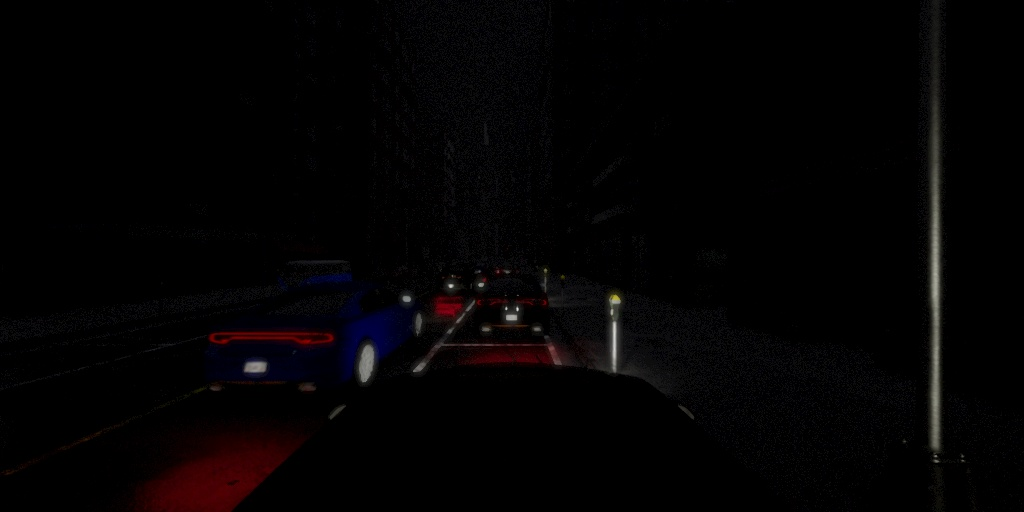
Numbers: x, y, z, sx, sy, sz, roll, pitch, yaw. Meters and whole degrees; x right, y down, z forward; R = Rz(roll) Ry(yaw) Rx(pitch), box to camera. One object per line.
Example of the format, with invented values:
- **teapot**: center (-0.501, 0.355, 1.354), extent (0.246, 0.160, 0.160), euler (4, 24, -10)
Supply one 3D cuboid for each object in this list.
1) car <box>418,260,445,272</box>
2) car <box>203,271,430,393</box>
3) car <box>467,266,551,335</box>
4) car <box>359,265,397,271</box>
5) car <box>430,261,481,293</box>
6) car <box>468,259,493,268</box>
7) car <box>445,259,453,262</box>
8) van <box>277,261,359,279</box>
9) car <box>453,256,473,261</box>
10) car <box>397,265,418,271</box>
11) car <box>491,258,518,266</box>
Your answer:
- **car**: center (-8.813, 1.322, 38.333), extent (1.948, 1.339, 4.313), euler (0, 0, 0)
- **car**: center (-3.148, 1.228, 6.884), extent (1.882, 1.535, 5.008), euler (0, 0, 0)
- **car**: center (-0.006, 1.228, 10.500), extent (1.882, 1.535, 5.008), euler (0, 0, 0)
- **car**: center (-8.813, 1.317, 21.829), extent (1.948, 1.339, 4.313), euler (0, 0, 0)
- **car**: center (-3.098, 1.258, 20.733), extent (1.837, 1.490, 4.892), euler (0, 0, 0)
- **car**: center (-3.094, 1.281, 36.383), extent (1.812, 1.442, 4.674), euler (0, 0, 0)
- **car**: center (-8.814, 1.341, 43.834), extent (1.802, 1.307, 4.207), euler (0, 0, 0)
- **van**: center (-8.813, 1.091, 16.328), extent (1.690, 1.789, 3.998), euler (0, 0, 0)
- **car**: center (-6.176, 0.983, 46.785), extent (2.150, 2.045, 5.566), euler (0, 0, 0)
- **car**: center (-8.813, 1.335, 27.331), extent (1.802, 1.307, 4.207), euler (0, 0, 0)
- **car**: center (-0.288, 1.193, 27.330), extent (1.967, 1.591, 4.097), euler (0, 0, 0)
